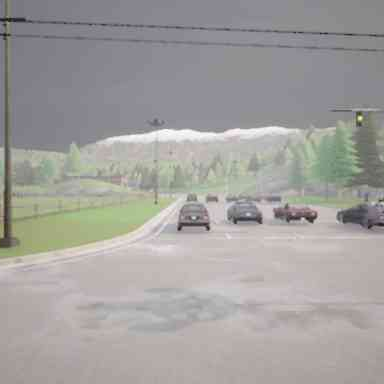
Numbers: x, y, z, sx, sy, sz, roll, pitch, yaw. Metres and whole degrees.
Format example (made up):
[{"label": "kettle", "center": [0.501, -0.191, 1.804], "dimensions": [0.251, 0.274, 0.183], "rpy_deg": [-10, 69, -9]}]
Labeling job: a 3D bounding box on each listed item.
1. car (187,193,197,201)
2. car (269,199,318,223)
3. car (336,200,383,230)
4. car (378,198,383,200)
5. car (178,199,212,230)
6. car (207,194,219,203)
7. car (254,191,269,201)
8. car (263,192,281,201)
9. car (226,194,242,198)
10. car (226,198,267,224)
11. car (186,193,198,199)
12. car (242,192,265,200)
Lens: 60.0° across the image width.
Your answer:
[{"label": "car", "center": [0.012, 0.969, 67.783], "dimensions": [1.837, 1.490, 4.892], "rpy_deg": [0, 0, 0]}, {"label": "car", "center": [7.103, 1.423, 23.485], "dimensions": [1.895, 1.301, 4.718], "rpy_deg": [0, 0, 0]}, {"label": "car", "center": [10.601, 1.397, 19.925], "dimensions": [2.033, 1.411, 5.357], "rpy_deg": [0, 0, 0]}, {"label": "car", "center": [14.103, 1.053, 22.227], "dimensions": [2.150, 2.045, 5.566], "rpy_deg": [0, 0, 0]}, {"label": "car", "center": [0.102, 1.397, 19.965], "dimensions": [2.033, 1.411, 5.357], "rpy_deg": [0, 0, 0]}, {"label": "car", "center": [3.510, 1.047, 57.302], "dimensions": [1.882, 1.535, 5.008], "rpy_deg": [0, 0, 0]}, {"label": "car", "center": [14.012, 0.794, 67.748], "dimensions": [2.097, 1.767, 4.553], "rpy_deg": [0, 0, 0]}, {"label": "car", "center": [14.010, 1.045, 57.509], "dimensions": [1.882, 1.535, 5.008], "rpy_deg": [0, 0, 0]}, {"label": "car", "center": [7.010, 1.092, 57.646], "dimensions": [1.812, 1.442, 4.674], "rpy_deg": [0, 0, 0]}, {"label": "car", "center": [3.603, 1.389, 23.221], "dimensions": [1.994, 1.385, 4.181], "rpy_deg": [0, 0, 0]}, {"label": "car", "center": [0.010, 1.060, 57.382], "dimensions": [2.128, 1.511, 4.902], "rpy_deg": [0, 0, 0]}, {"label": "car", "center": [10.510, 1.117, 57.239], "dimensions": [2.033, 1.411, 5.357], "rpy_deg": [0, 0, 0]}]
